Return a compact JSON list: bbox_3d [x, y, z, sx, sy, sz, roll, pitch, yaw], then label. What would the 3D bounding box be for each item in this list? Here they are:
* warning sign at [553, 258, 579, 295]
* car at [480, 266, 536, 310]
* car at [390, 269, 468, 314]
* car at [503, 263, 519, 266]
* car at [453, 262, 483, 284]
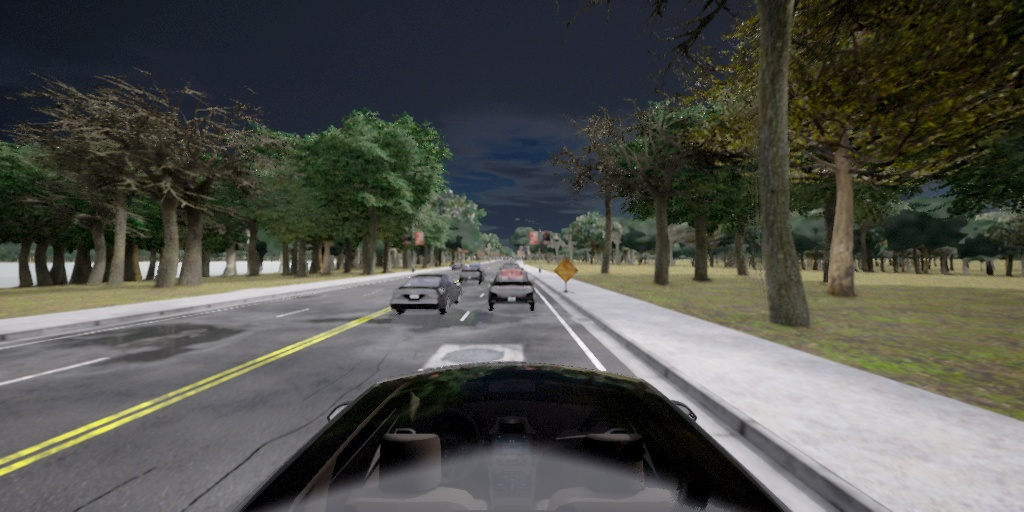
[{"bbox_3d":[2.822,1.036,18.725,1.300,1.860,1.060,0,0,0],"label":"warning sign"},{"bbox_3d":[0.002,1.380,15.469,2.128,1.511,4.902,0,0,0],"label":"car"},{"bbox_3d":[-3.257,1.425,14.476,2.033,1.411,5.357,0,-1,0],"label":"car"},{"bbox_3d":[-0.059,1.393,30.412,2.097,1.767,4.553,0,-1,0],"label":"car"},{"bbox_3d":[-3.309,1.535,30.470,2.128,1.511,4.902,0,0,0],"label":"car"}]
